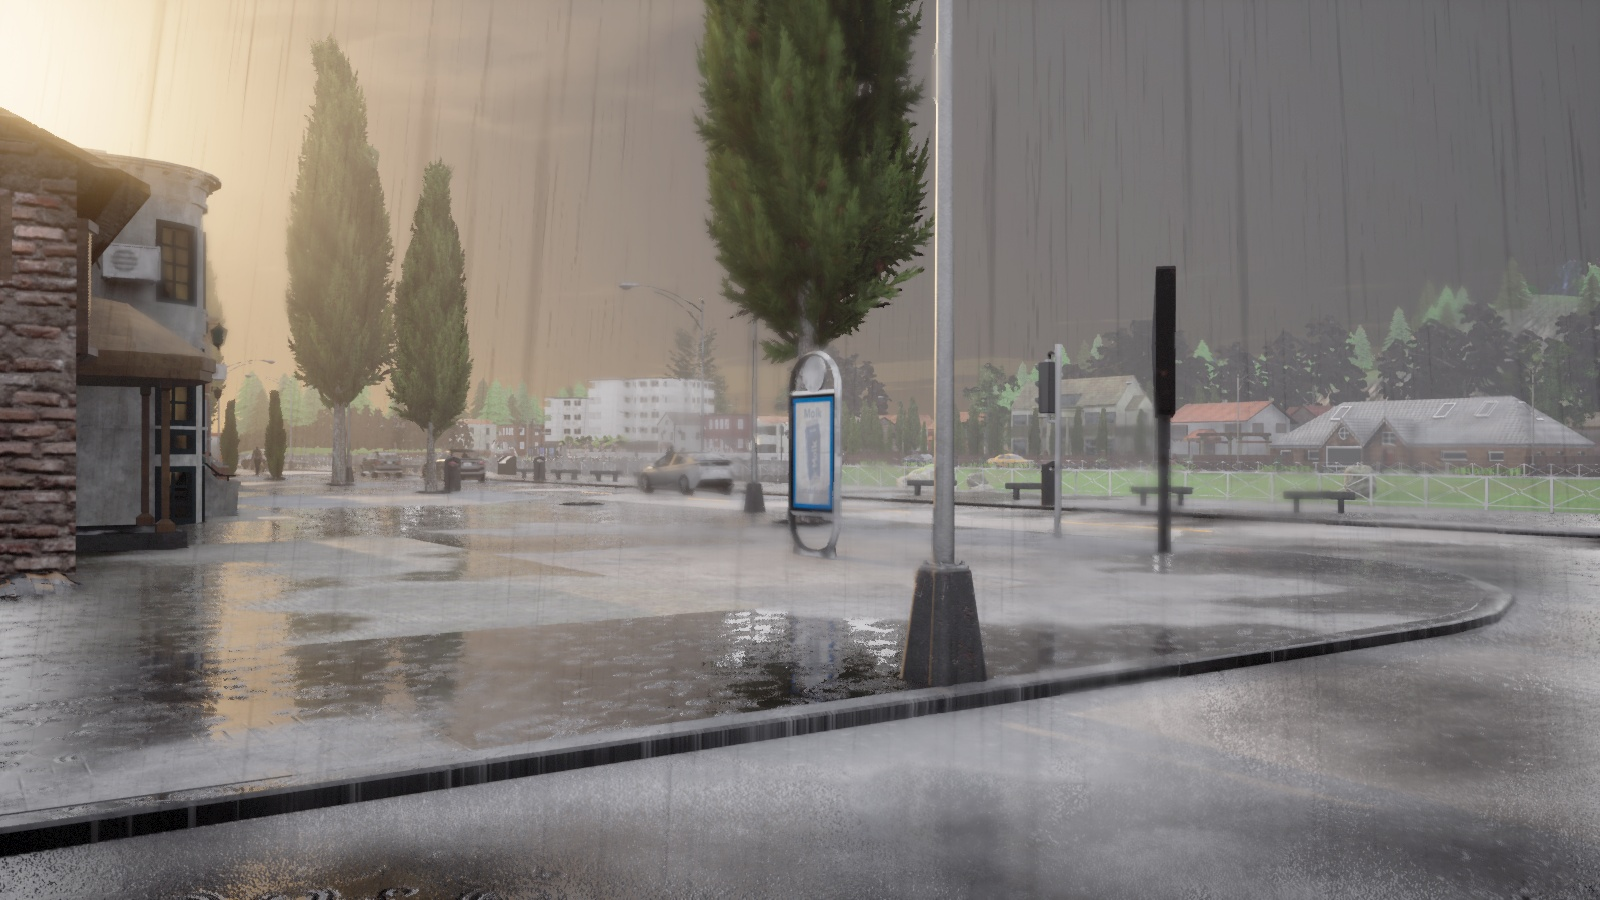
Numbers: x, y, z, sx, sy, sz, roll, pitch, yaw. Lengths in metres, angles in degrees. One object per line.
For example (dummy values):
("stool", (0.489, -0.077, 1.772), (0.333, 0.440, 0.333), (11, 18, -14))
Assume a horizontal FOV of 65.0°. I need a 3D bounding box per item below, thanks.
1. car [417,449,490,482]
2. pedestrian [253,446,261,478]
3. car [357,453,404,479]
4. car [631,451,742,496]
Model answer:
("car", (-18.079, 0.787, 65.380), (2.242, 1.667, 4.611), (0, 0, -35))
("pedestrian", (-32.117, 0.705, 74.299), (0.331, 1.846, 0.634), (0, 0, -33))
("car", (-25.432, 0.963, 76.075), (1.789, 1.549, 3.705), (0, 0, -34))
("car", (-4.115, 0.811, 45.063), (2.007, 1.525, 4.514), (0, 0, -34))
